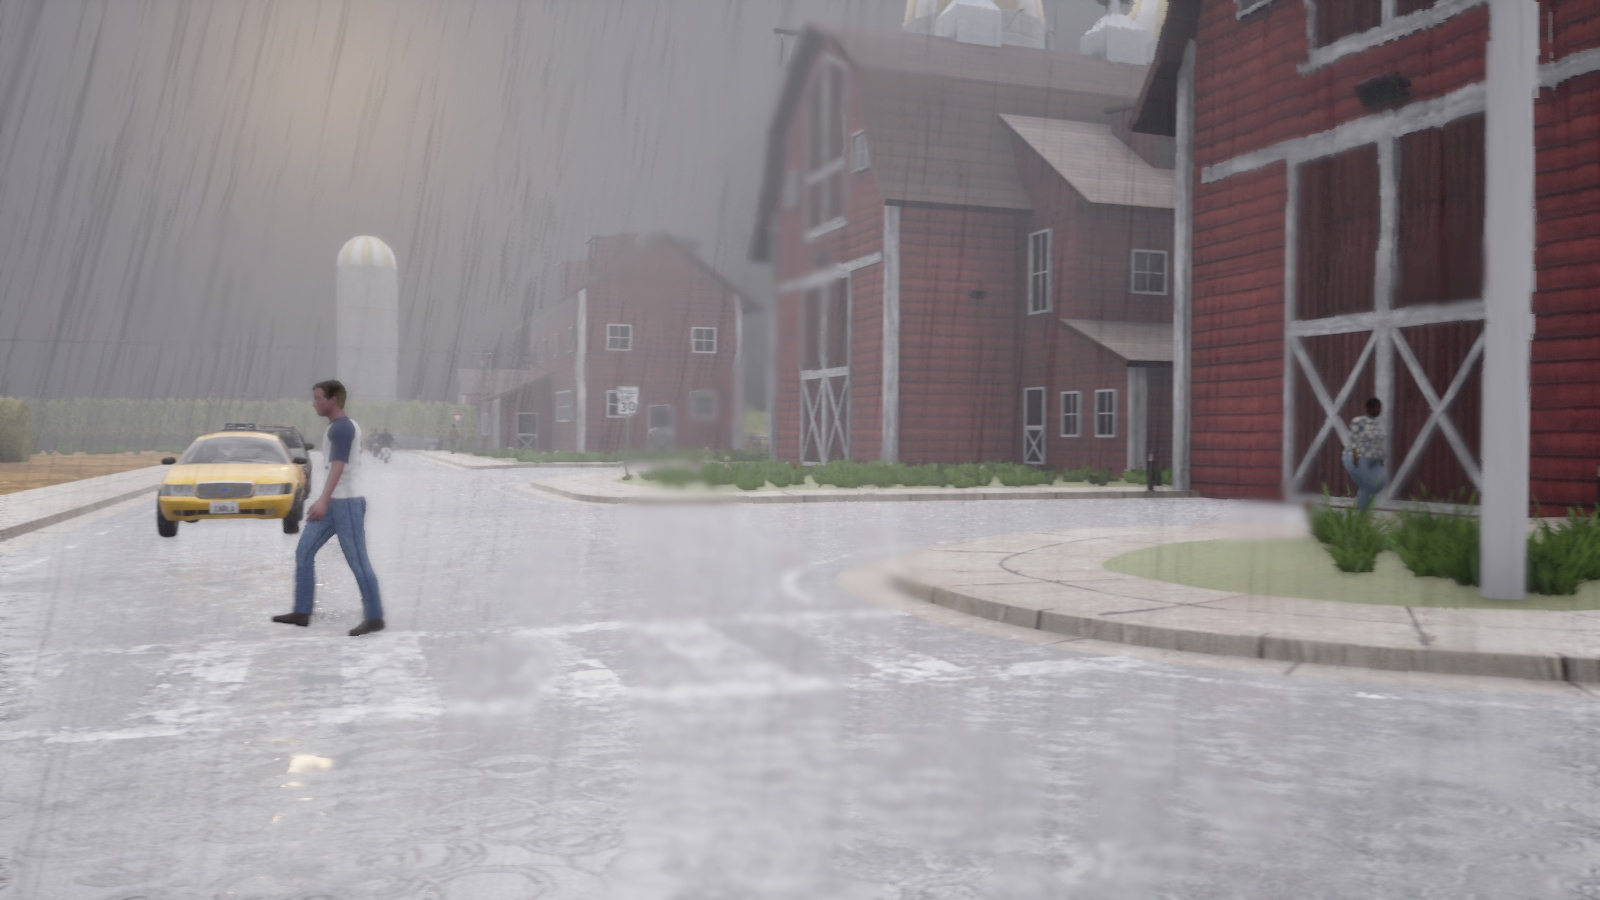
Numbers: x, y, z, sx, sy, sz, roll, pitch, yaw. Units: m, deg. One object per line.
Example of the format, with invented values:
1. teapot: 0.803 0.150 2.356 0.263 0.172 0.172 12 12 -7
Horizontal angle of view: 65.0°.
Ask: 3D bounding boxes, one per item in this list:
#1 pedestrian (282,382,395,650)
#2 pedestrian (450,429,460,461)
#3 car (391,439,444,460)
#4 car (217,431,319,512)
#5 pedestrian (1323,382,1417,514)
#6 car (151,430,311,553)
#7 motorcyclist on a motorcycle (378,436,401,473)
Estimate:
1. pedestrian: -3.267 0.448 8.890 0.706 1.836 0.354 -1 1 -24
2. pedestrian: -20.168 -0.299 73.413 0.431 1.840 0.709 -1 1 -4
3. car: -28.015 -0.068 92.000 3.633 1.501 1.845 -1 1 -19
4. car: -11.611 0.410 27.626 1.851 1.617 3.988 -1 1 -20
5. pedestrian: 8.274 -0.031 18.240 0.874 1.855 0.900 -1 1 -30
6. car: -8.467 0.516 19.076 1.801 1.575 5.366 -1 1 -20
7. motorcyclist on a motorcycle: -18.283 0.190 55.914 0.866 1.590 1.817 -1 1 -20
